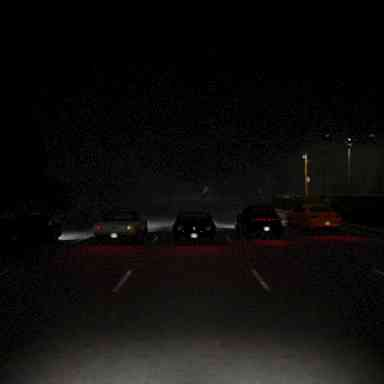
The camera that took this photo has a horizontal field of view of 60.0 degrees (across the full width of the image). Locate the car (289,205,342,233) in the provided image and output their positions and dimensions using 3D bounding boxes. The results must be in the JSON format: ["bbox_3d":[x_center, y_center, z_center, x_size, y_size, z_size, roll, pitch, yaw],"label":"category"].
[{"bbox_3d":[7.102,1.483,19.879,1.882,1.535,5.008,0,0,0],"label":"car"}]

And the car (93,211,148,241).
[{"bbox_3d":[-3.399,1.605,16.732,1.895,1.301,4.718,0,0,0],"label":"car"}]

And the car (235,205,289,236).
[{"bbox_3d":[3.602,1.510,18.426,1.837,1.490,4.892,0,0,0],"label":"car"}]

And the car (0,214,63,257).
[{"bbox_3d":[-6.900,1.550,12.966,2.033,1.411,5.357,0,0,0],"label":"car"}]

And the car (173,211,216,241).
[{"bbox_3d":[0.101,1.605,16.731,1.895,1.301,4.718,0,0,0],"label":"car"}]
